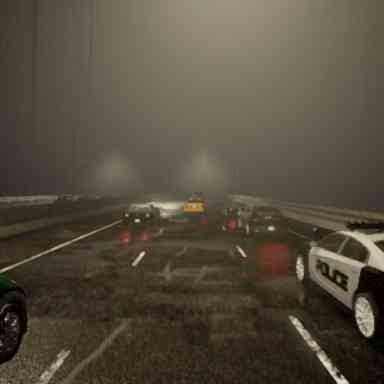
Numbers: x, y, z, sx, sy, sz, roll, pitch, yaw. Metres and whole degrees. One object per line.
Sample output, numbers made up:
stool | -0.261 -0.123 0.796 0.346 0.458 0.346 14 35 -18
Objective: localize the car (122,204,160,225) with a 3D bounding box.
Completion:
car | -3.268 1.432 22.351 1.895 1.301 4.718 0 0 1

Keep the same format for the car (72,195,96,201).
car | -16.735 1.159 53.125 2.128 1.511 4.902 0 0 2

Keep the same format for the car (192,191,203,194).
car | 1.010 0.846 57.355 2.150 2.045 5.566 0 0 2

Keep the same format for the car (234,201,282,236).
car | 3.572 1.372 17.319 1.837 1.490 4.892 0 0 1

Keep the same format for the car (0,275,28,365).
car | -3.389 1.328 2.908 2.097 1.767 4.553 0 0 0

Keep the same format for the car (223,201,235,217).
car | 3.707 1.394 28.272 1.895 1.301 4.718 0 0 1

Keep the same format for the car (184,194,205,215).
car | 0.255 1.229 31.230 1.801 1.575 5.366 0 0 1

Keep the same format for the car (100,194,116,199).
car | -13.237 1.161 53.021 1.882 1.535 5.008 0 0 2

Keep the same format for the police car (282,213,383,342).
police car | 3.506 1.374 6.507 1.930 1.638 5.238 0 0 0

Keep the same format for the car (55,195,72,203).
car | -20.234 1.243 53.228 1.994 1.385 4.181 0 0 2
